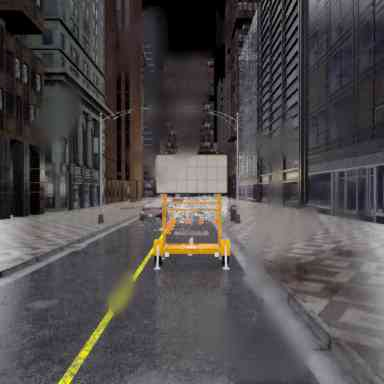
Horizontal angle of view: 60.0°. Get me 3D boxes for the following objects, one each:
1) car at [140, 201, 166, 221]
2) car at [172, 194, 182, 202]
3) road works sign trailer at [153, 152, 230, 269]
[{"bbox_3d":[-3.128,1.525,27.429,1.812,1.442,4.674,0,0,0],"label":"car"},{"bbox_3d":[-3.077,1.354,69.101,2.097,1.767,4.553,0,0,0],"label":"car"},{"bbox_3d":[-0.007,0.464,11.069,2.380,3.560,2.880,0,0,0],"label":"road works sign trailer"}]
